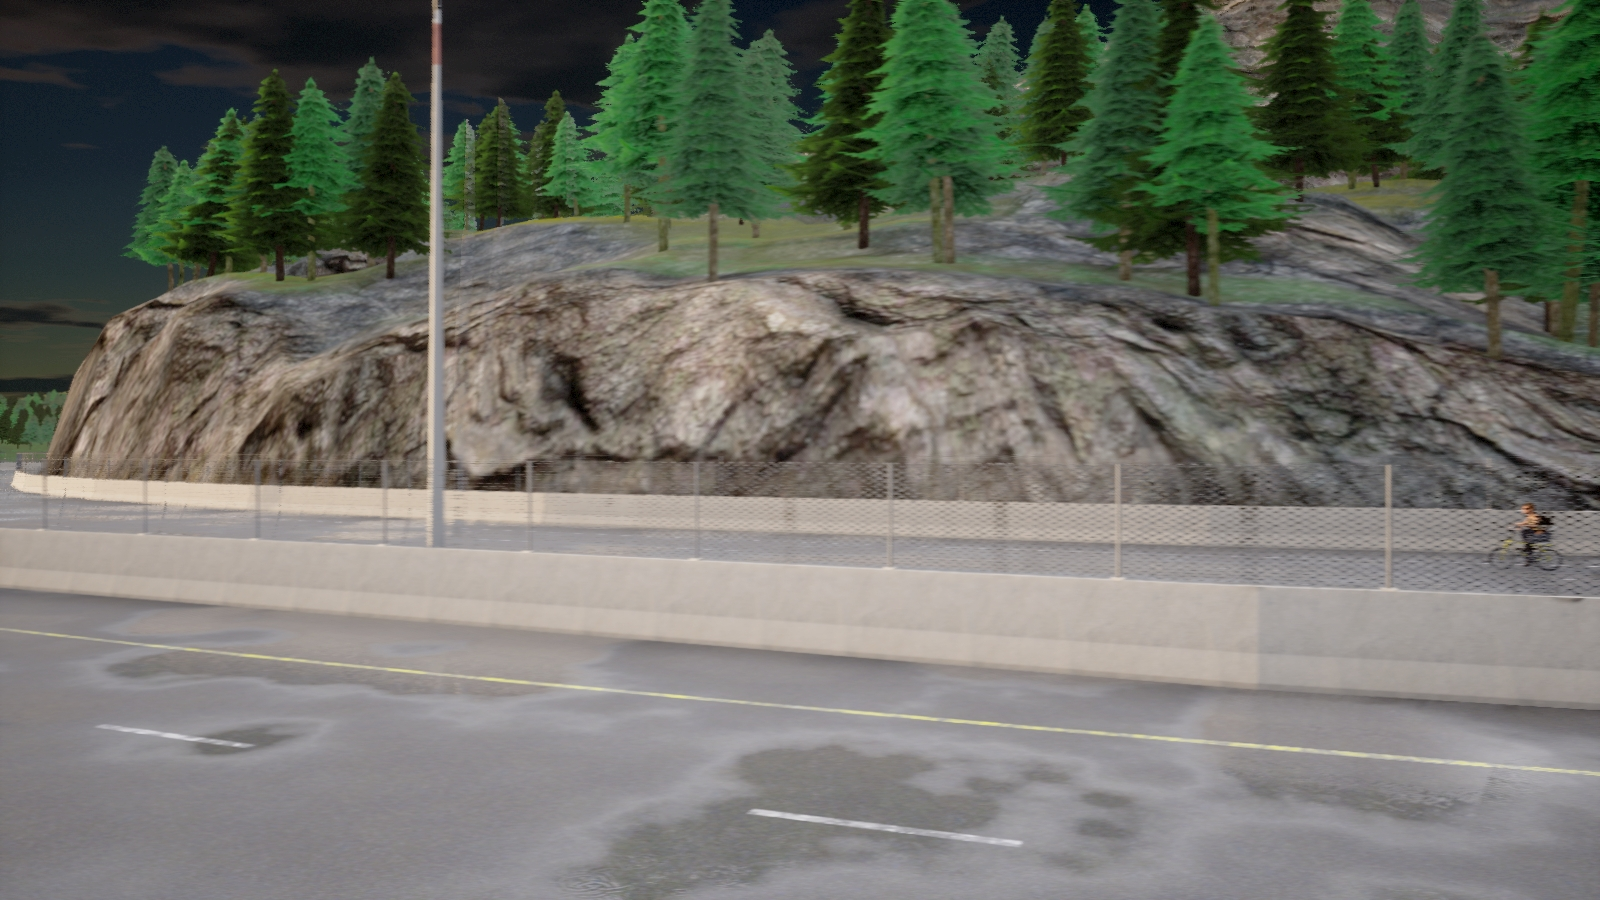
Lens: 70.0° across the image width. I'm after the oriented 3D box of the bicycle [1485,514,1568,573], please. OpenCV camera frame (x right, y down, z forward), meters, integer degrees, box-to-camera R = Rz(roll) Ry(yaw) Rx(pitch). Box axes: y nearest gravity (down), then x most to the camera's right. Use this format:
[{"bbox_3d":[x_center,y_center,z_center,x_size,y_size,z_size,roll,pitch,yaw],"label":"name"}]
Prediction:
[{"bbox_3d":[17.043,2.186,26.851,1.487,1.295,0.859,0,0,20],"label":"bicycle"}]
